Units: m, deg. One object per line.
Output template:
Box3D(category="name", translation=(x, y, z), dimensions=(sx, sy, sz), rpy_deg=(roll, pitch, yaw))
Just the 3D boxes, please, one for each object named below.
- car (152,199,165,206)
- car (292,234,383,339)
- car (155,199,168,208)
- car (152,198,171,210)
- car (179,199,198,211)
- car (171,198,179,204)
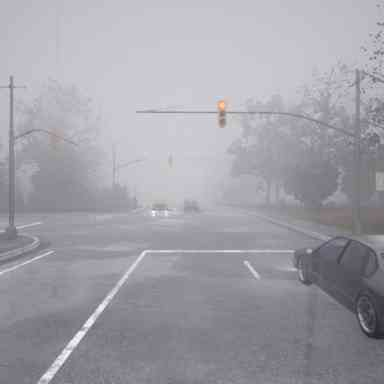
Box3D(category="car", translation=(-6.611, 2.016, 64.919), dimensions=(2.033, 1.411, 5.357), rpy_deg=(0, -1, -10))
Box3D(category="car", translation=(3.591, 1.547, 6.501), dimensions=(2.033, 1.411, 5.357), rpy_deg=(0, 0, 0))
Box3D(category="car", translation=(-5.010, 1.786, 54.393), dimensions=(2.033, 1.411, 5.357), rpy_deg=(0, -1, -7))
Box3D(category="car", translation=(-4.138, 1.559, 43.881), dimensions=(1.882, 1.535, 5.008), rpy_deg=(0, -1, -3))
Box3D(category="car", translation=(-0.228, 1.608, 42.113), dimensions=(2.033, 1.411, 5.357), rpy_deg=(0, -1, -3))
Box3D(category="car", translation=(-4.550, 2.189, 83.055), dimensions=(2.097, 1.767, 4.553), rpy_deg=(0, -1, -22))
